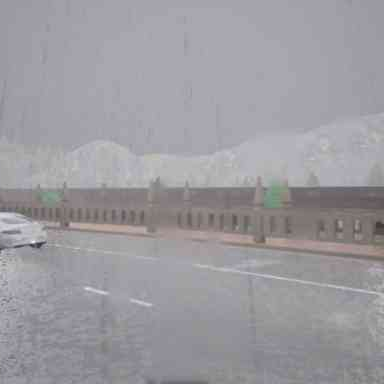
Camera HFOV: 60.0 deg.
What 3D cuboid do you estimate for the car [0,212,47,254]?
[{"bbox_3d":[-7.664,1.532,13.083,4.674,1.442,1.812,0,0,31],"label":"car"}]
